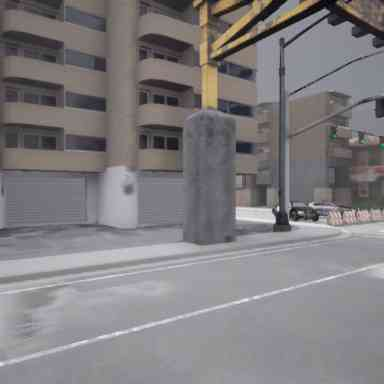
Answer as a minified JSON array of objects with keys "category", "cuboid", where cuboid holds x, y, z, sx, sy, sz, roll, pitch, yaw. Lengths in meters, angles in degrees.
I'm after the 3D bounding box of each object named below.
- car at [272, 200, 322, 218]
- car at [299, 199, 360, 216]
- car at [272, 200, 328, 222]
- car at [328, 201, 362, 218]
[{"category":"car","cuboid":[8.215,1.295,26.485,1.853,1.218,4.536,0,0,-11]},{"category":"car","cuboid":[11.757,1.295,28.613,4.536,1.218,1.853,0,0,34]},{"category":"car","cuboid":[8.225,1.452,26.434,2.038,1.542,4.974,0,0,-11]},{"category":"car","cuboid":[11.800,1.452,28.584,4.974,1.542,2.038,0,0,34]}]
